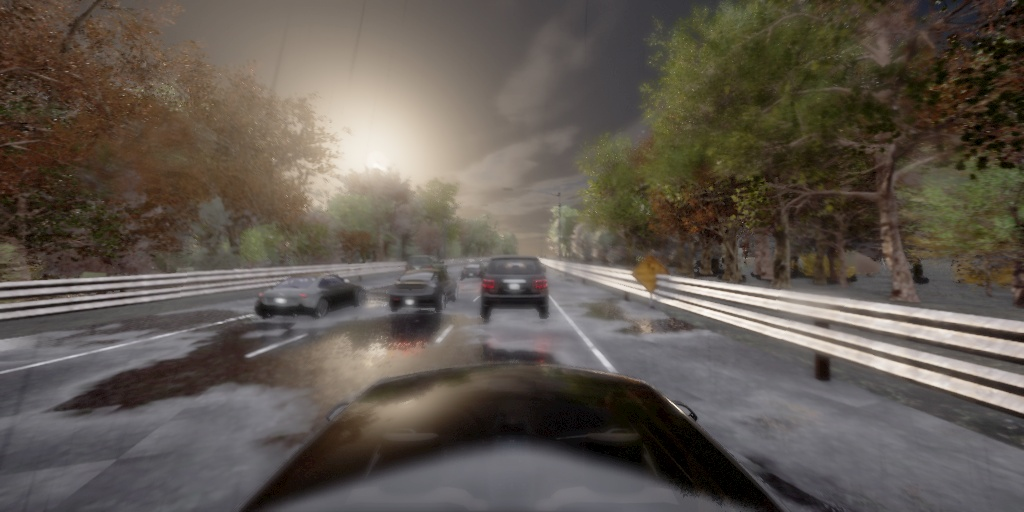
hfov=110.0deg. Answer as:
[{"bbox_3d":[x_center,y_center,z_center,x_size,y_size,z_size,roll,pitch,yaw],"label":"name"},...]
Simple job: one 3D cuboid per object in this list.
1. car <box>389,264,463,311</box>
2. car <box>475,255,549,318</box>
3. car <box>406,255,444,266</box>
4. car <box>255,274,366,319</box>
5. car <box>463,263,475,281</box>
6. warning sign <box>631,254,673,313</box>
[{"bbox_3d":[-3.364,1.258,14.331,1.837,1.490,4.892,0,0,1],"label":"car"},{"bbox_3d":[0.120,0.975,13.167,2.150,2.045,5.566,0,0,1],"label":"car"},{"bbox_3d":[-6.699,0.974,28.191,2.150,2.045,5.566,0,0,1],"label":"car"},{"bbox_3d":[-6.910,1.319,12.801,1.994,1.385,4.181,0,0,1],"label":"car"},{"bbox_3d":[-3.148,1.274,30.357,1.812,1.442,4.674,0,0,1],"label":"car"},{"bbox_3d":[4.589,0.867,11.780,1.300,1.860,1.060,0,0,0],"label":"warning sign"}]
